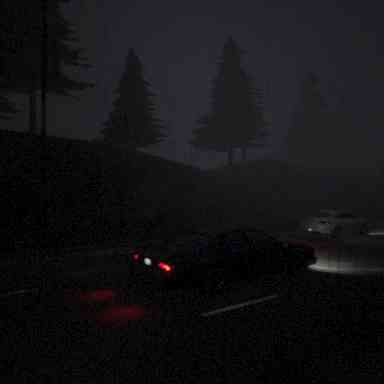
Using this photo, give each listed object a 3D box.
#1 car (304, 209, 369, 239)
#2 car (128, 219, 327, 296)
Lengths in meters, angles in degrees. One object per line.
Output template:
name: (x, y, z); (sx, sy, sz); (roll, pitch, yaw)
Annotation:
car: (7.836, 1.682, 18.247); (4.674, 1.442, 1.812); (0, 0, -37)
car: (1.058, 1.605, 8.820); (5.357, 1.411, 2.033); (1, 0, -36)
